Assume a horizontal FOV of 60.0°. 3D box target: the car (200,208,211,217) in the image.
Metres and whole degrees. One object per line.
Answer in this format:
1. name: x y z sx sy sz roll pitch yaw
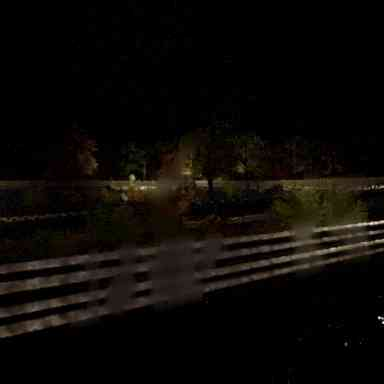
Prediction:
1. car: 3.794 3.715 59.867 4.553 1.767 2.097 -4 3 -21

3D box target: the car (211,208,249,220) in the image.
1. car: 6.467 3.730 53.394 5.566 2.045 2.150 -4 3 -21

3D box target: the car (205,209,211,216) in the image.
1. car: 5.125 3.964 56.632 4.674 1.442 1.812 -4 3 -21
